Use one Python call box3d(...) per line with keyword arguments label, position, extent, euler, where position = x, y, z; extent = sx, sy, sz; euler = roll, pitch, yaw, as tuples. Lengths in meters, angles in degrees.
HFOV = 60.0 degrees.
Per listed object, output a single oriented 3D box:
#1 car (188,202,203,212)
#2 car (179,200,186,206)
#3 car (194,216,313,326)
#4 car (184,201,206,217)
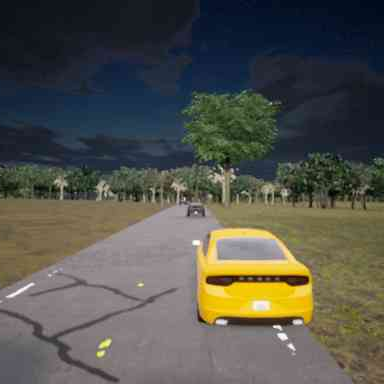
box3d(label="car", position=(0.489, 2.008, 45.273), extent=(1.895, 1.301, 4.718), euler=(0, -1, 2))
box3d(label="car", position=(-2.006, 2.406, 75.501), extent=(2.033, 1.411, 5.357), euler=(0, -1, 1))
box3d(label="car", position=(1.045, 1.543, 7.389), extent=(1.882, 1.535, 5.008), euler=(0, 0, 1))
box3d(label="car", position=(0.423, 1.797, 34.890), extent=(1.837, 1.490, 4.892), euler=(0, -1, 1))
